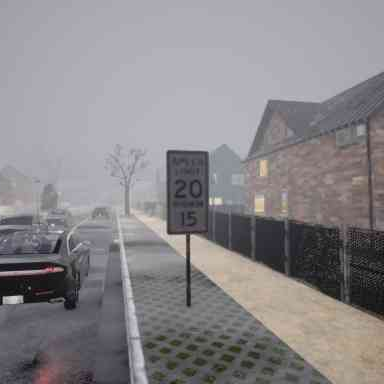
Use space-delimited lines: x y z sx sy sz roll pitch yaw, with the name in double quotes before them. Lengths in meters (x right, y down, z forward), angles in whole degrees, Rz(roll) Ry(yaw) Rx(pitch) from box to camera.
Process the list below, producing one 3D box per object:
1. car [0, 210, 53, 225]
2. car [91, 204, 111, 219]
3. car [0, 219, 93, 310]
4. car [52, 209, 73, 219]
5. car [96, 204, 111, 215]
"car" -8.358 1.819 16.276 1.837 1.490 4.892 0 -1 -13
"car" -10.315 2.260 37.739 1.837 1.490 4.892 0 -1 -13
"car" -3.509 1.626 7.893 2.128 1.511 4.902 0 -1 -13
"car" -10.818 2.084 27.012 2.033 1.411 5.357 0 -1 -13
"car" -12.663 2.457 47.760 1.882 1.535 5.008 0 -1 -13
